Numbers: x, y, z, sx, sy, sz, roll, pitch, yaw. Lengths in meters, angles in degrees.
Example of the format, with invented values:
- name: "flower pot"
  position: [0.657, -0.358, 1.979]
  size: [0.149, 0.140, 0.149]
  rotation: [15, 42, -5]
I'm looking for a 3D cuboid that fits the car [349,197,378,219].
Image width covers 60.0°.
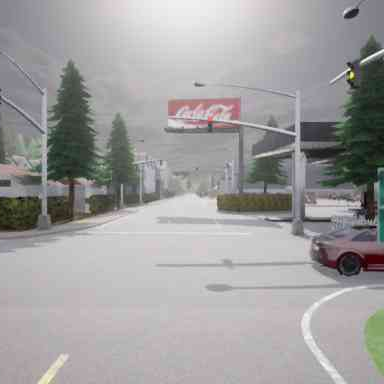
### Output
- name: "car"
  position: [14.378, 1.498, 24.915]
  size: [3.866, 1.878, 1.905]
  rotation: [0, 0, 0]

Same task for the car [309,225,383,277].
- name: "car"
  position: [5.883, 1.743, 10.362]
  size: [4.181, 1.385, 1.994]
  rotation: [1, 0, 0]

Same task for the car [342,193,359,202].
- name: "car"
  position: [34.936, 1.472, 71.765]
  size: [2.007, 1.523, 4.514]
  rotation: [0, 0, 0]

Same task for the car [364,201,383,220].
- name: "car"
  position: [18.707, 1.664, 30.583]
  size: [4.611, 1.667, 2.242]
  rotation: [0, 0, 0]

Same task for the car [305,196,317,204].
- name: "car"
  position: [22.529, 1.537, 63.979]
  size: [1.970, 1.475, 3.806]
  rotation: [0, 0, 0]
